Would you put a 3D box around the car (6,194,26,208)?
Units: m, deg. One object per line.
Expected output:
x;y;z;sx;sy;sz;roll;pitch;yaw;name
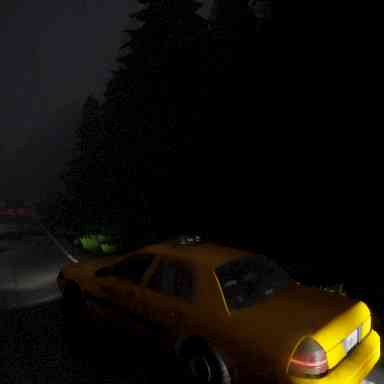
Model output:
-21.177;1.048;40.031;2.128;1.511;4.902;-2;2;-27;car

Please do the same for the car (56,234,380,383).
-0.256;1.417;5.076;5.366;1.575;1.801;1;1;44;car
